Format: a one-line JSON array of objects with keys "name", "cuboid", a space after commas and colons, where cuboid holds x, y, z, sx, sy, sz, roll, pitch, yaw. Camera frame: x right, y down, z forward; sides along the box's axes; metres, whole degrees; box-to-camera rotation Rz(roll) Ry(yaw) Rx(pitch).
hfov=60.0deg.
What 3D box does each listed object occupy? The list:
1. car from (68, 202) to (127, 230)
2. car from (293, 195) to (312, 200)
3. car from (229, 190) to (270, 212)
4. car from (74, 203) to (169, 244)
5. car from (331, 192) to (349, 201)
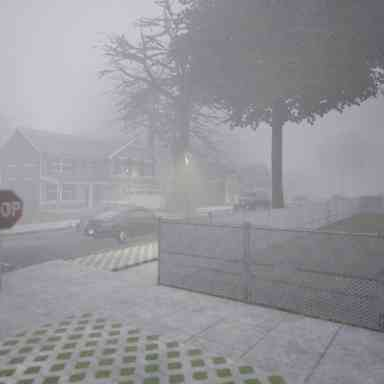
[{"name": "car", "cuboid": [-4.360, 1.329, 18.230, 2.128, 1.511, 4.902, 1, 1, 35]}, {"name": "car", "cuboid": [15.318, 0.694, 45.805, 1.994, 1.385, 4.181, 1, 2, 35]}, {"name": "car", "cuboid": [5.763, 0.864, 32.492, 2.150, 2.045, 5.566, 1, 2, 35]}, {"name": "car", "cuboid": [-2.800, 1.433, 15.505, 1.812, 1.442, 4.674, 1, 1, 35]}, {"name": "car", "cuboid": [23.182, 0.835, 51.981, 1.837, 1.490, 4.892, 1, 2, 35]}]
